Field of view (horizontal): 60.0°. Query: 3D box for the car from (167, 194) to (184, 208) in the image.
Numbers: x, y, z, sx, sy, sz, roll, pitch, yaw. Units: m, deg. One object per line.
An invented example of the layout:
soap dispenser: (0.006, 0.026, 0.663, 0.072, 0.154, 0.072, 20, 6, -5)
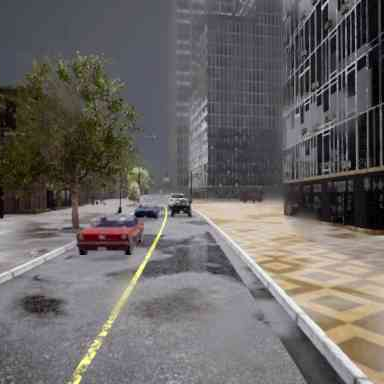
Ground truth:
car: (-2.081, 1.229, 44.955, 2.150, 2.045, 5.566, 0, 0, -6)

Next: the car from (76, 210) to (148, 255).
car: (-3.091, 1.604, 13.398, 1.895, 1.301, 4.718, 0, 0, -2)

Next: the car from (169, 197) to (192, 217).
car: (-1.071, 1.512, 31.846, 1.837, 1.490, 4.892, 0, 0, -3)

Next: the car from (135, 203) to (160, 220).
car: (-3.703, 1.604, 27.618, 1.895, 1.301, 4.718, 0, 0, -4)

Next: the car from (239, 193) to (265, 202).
car: (11.933, 1.210, 66.543, 5.009, 1.841, 2.192, 0, -1, 13)
